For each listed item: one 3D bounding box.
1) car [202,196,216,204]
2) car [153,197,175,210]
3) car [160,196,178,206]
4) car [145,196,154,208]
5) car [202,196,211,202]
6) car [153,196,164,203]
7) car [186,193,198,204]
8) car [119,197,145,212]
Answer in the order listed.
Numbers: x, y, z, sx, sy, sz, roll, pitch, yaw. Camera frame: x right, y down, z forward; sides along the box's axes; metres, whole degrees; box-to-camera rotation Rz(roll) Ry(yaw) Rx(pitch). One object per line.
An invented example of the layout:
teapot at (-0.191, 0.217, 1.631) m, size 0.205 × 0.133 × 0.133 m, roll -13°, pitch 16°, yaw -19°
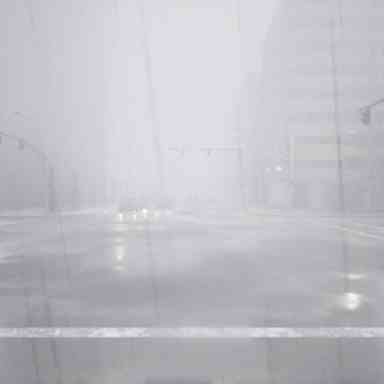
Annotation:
car at (3.535, 1.648, 64.325) m, size 1.895 × 1.301 × 4.718 m, roll 0°, pitch 0°, yaw 0°
car at (-3.621, 1.633, 43.510) m, size 1.895 × 1.301 × 4.718 m, roll 0°, pitch 0°, yaw 0°
car at (-3.625, 1.517, 52.758) m, size 1.882 × 1.535 × 5.008 m, roll 0°, pitch 0°, yaw 0°
car at (-7.136, 1.636, 47.829) m, size 1.895 × 1.301 × 4.718 m, roll 0°, pitch 0°, yaw 0°
car at (3.420, 1.655, 80.564) m, size 1.895 × 1.301 × 4.718 m, roll 0°, pitch 0°, yaw 0°
car at (-7.071, 1.558, 71.219) m, size 1.812 × 1.442 × 4.674 m, roll 0°, pitch 0°, yaw 0°
car at (0.036, 1.269, 64.789) m, size 2.150 × 2.045 × 5.566 m, roll 0°, pitch 0°, yaw 0°
car at (-7.128, 1.381, 38.837) m, size 2.097 × 1.767 × 4.553 m, roll 0°, pitch 0°, yaw 0°
